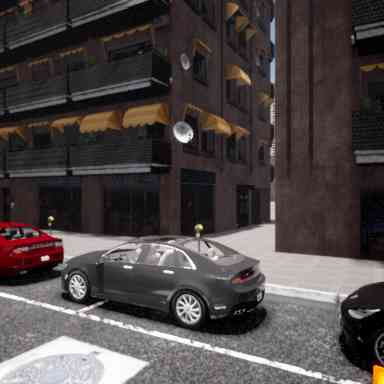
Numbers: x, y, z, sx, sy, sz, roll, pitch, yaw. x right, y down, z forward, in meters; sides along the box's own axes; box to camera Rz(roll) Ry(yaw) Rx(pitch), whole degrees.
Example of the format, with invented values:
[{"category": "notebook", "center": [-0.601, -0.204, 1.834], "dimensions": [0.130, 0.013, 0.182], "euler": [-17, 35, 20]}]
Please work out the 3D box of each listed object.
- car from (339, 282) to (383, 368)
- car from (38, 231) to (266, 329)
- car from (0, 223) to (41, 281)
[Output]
[{"category": "car", "center": [4.152, 1.566, 3.973], "dimensions": [4.313, 1.339, 1.947], "euler": [0, 0, 29]}, {"category": "car", "center": [-0.751, 1.551, 6.741], "dimensions": [4.403, 1.369, 2.008], "euler": [0, 0, 29]}, {"category": "car", "center": [-5.655, 1.545, 9.509], "dimensions": [4.507, 1.381, 1.887], "euler": [0, 0, 29]}]
